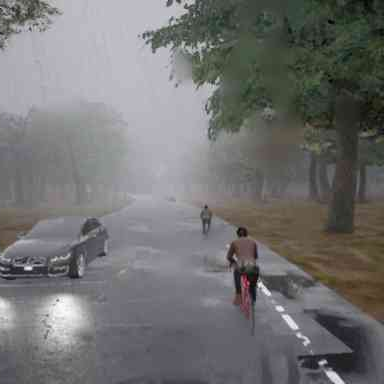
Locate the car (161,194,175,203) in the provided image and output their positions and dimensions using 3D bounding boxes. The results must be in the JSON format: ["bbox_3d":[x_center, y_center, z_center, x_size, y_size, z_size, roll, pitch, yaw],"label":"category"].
[{"bbox_3d":[-4.354,1.088,63.260,2.097,1.767,4.553,0,1,-7],"label":"car"}]

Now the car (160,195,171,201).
[{"bbox_3d":[-5.926,1.265,73.790,1.895,1.301,4.718,0,0,-9],"label":"car"}]

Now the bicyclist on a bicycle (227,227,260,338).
[{"bbox_3d":[0.879,1.437,5.640,0.582,1.620,1.656,0,0,-1],"label":"bicyclist on a bicycle"}]

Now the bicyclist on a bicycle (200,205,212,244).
[{"bbox_3d":[0.638,1.408,14.682,0.582,1.620,1.656,0,0,-2],"label":"bicyclist on a bicycle"}]

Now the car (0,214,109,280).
[{"bbox_3d":[-3.794,1.480,9.999,1.837,1.490,4.892,0,0,-2],"label":"car"}]
